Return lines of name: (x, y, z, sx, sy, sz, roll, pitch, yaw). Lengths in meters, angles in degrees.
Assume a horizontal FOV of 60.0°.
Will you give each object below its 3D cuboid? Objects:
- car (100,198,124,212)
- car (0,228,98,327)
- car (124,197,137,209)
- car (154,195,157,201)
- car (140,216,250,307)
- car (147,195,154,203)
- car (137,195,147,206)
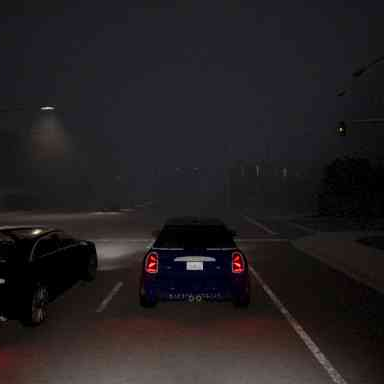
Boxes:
car: (-10.669, 1.857, 43.910, 1.812, 1.442, 4.674, 0, 0, 0)
car: (-3.446, 1.503, 7.015, 2.128, 1.511, 4.902, 0, 0, 0)
car: (-10.680, 1.745, 53.794, 2.097, 1.767, 4.553, 0, 0, 0)
car: (-10.652, 1.673, 91.256, 2.128, 1.511, 4.902, 0, 0, 0)
car: (0.060, 1.364, 8.155, 2.097, 1.767, 4.553, 0, 0, 0)
car: (-10.626, 1.512, 76.118, 2.097, 1.767, 4.553, 0, 1, 0)
car: (-10.644, 1.794, 65.027, 1.882, 1.535, 5.008, 0, 1, 0)
